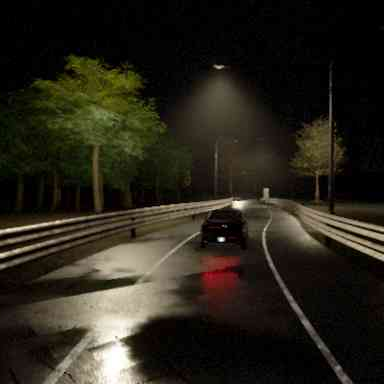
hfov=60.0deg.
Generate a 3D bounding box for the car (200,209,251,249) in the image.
[{"bbox_3d":[1.526,1.512,14.776,1.837,1.490,4.892,0,0,10],"label":"car"}]

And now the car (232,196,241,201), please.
[{"bbox_3d":[10.430,1.551,79.947,1.895,1.301,4.718,0,0,-4],"label":"car"}]
